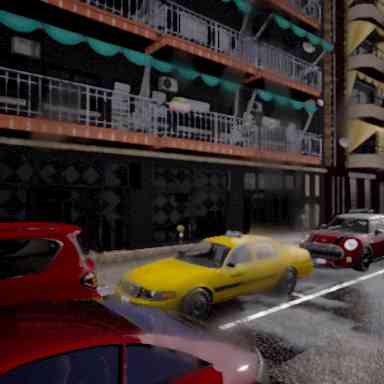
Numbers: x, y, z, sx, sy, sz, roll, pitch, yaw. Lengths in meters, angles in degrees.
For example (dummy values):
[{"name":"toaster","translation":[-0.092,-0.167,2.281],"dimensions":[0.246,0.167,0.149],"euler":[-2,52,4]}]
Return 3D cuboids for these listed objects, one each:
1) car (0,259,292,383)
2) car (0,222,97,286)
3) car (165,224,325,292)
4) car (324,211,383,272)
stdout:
[{"name":"car","translation":[-1.320,1.595,2.232],"dimensions":[4.181,1.385,1.994],"euler":[0,0,-38]},{"name":"car","translation":[-3.568,1.377,3.875],"dimensions":[5.009,1.841,2.192],"euler":[0,0,-38]},{"name":"car","translation":[0.736,1.567,7.269],"dimensions":[4.829,1.417,1.752],"euler":[0,0,-38]},{"name":"car","translation":[5.307,1.461,10.872],"dimensions":[4.097,1.590,1.967],"euler":[0,0,-38]}]
